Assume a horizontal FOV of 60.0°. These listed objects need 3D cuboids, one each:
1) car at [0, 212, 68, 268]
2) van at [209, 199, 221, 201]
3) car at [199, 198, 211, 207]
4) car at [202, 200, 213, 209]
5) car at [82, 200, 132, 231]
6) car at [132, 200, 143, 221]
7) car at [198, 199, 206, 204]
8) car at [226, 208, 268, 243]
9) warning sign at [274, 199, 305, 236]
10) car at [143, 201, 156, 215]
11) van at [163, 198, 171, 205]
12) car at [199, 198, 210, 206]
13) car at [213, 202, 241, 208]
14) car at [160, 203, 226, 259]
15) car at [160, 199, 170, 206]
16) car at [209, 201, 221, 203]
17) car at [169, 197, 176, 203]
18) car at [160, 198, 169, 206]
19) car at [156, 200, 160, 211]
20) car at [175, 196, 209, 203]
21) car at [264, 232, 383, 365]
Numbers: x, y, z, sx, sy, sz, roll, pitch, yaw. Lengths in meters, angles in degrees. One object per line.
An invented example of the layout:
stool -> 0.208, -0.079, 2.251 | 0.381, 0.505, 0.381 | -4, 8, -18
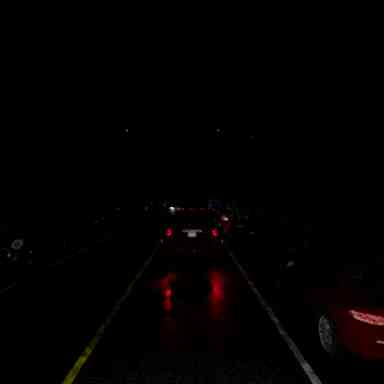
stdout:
car -> -5.860, 1.559, 11.462 | 1.967, 1.590, 4.097 | 0, -1, 0
van -> 2.662, 1.758, 39.645 | 1.690, 1.788, 3.998 | 0, -1, 0
car -> 2.660, 2.082, 67.836 | 2.192, 1.841, 5.009 | 0, -1, 0
car -> 2.662, 2.151, 56.766 | 1.752, 1.417, 4.829 | 0, -1, 1
car -> -5.861, 1.550, 22.742 | 2.192, 1.841, 5.009 | 0, -1, 0
car -> -5.861, 1.609, 28.381 | 2.192, 1.841, 5.009 | 0, -1, 0
car -> 2.660, 2.584, 90.391 | 2.008, 1.369, 4.403 | 0, -1, 0
car -> 2.665, 1.722, 17.088 | 1.887, 1.381, 4.507 | 0, -1, 0
warning sign -> 5.065, 1.294, 17.305 | 1.300, 1.860, 1.060 | 0, -1, 0
car -> -5.863, 1.858, 39.659 | 1.967, 1.590, 4.097 | 0, -1, 0
van -> -5.866, 2.246, 79.136 | 1.690, 1.788, 3.998 | 0, -1, 0
car -> 2.660, 2.151, 73.475 | 2.192, 1.841, 5.009 | 0, -1, 0
car -> 2.665, 1.675, 22.728 | 1.967, 1.590, 4.097 | 0, -1, 0
car -> 0.018, 1.490, 13.438 | 2.097, 1.767, 4.553 | 0, -1, 0
car -> -5.866, 2.360, 73.322 | 1.752, 1.417, 4.829 | 0, -1, 0
car -> 2.664, 1.920, 34.004 | 1.947, 1.339, 4.313 | 0, -1, 0
car -> -3.030, 2.228, 64.573 | 1.837, 1.490, 4.892 | 0, -1, 1
car -> -5.872, 2.217, 62.010 | 1.752, 1.417, 4.829 | 0, -1, 1
car -> -5.863, 1.923, 45.296 | 1.967, 1.590, 4.097 | 0, -1, 0
car -> 0.007, 1.511, 27.615 | 2.150, 2.045, 5.566 | 0, 0, 0
car -> 2.666, 1.643, 5.810 | 1.802, 1.307, 4.206 | 0, -1, 0
